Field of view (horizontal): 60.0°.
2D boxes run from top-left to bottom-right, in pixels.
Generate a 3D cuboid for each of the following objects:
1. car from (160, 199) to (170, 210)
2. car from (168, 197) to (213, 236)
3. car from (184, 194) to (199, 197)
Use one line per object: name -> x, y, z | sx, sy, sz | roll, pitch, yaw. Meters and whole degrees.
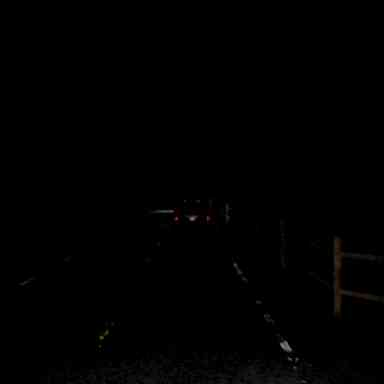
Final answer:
car -> -2.932, 1.547, 42.415 | 2.033, 1.411, 5.357 | 0, 0, 0
car -> 0.012, 1.351, 18.425 | 2.097, 1.767, 4.553 | 0, 0, 0
car -> -0.066, 1.217, 38.707 | 2.150, 2.045, 5.566 | 0, 0, 0
